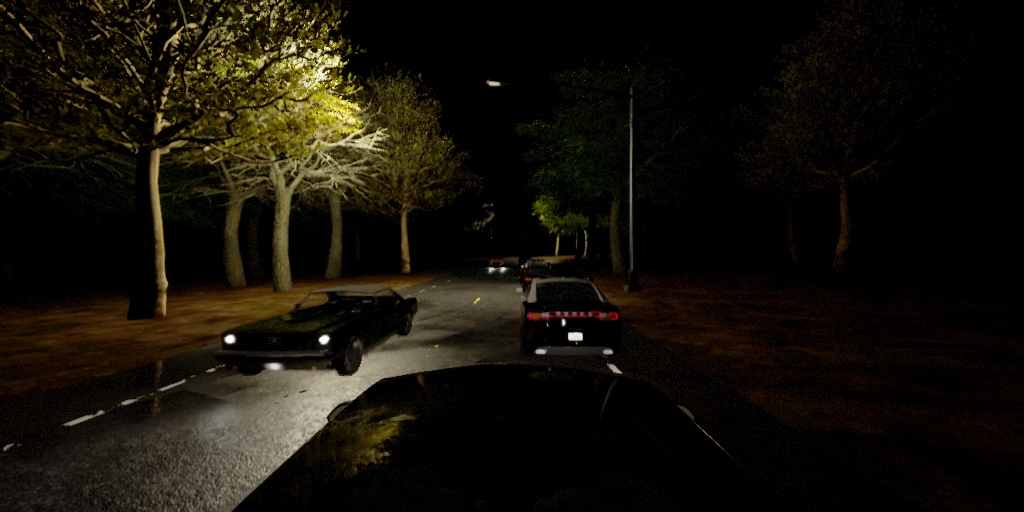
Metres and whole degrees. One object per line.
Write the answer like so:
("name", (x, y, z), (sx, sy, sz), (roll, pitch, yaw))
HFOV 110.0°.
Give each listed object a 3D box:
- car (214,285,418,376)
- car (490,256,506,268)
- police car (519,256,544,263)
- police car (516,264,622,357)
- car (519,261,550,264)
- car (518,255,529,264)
("car", (-3.519, 1.334, 7.562), (1.895, 1.301, 4.718), (0, 0, 1))
("car", (-1.916, 0.740, 48.803), (1.882, 1.535, 5.008), (0, 1, 3))
("police car", (1.658, 1.014, 24.584), (1.930, 1.638, 5.238), (0, 1, 3))
("police car", (1.123, 1.153, 8.669), (1.930, 1.638, 5.238), (0, 0, 1))
("car", (1.399, 1.183, 18.498), (1.812, 1.442, 4.674), (0, 1, 2))
("car", (1.803, 0.743, 50.143), (1.837, 1.490, 4.892), (0, 1, 2))
